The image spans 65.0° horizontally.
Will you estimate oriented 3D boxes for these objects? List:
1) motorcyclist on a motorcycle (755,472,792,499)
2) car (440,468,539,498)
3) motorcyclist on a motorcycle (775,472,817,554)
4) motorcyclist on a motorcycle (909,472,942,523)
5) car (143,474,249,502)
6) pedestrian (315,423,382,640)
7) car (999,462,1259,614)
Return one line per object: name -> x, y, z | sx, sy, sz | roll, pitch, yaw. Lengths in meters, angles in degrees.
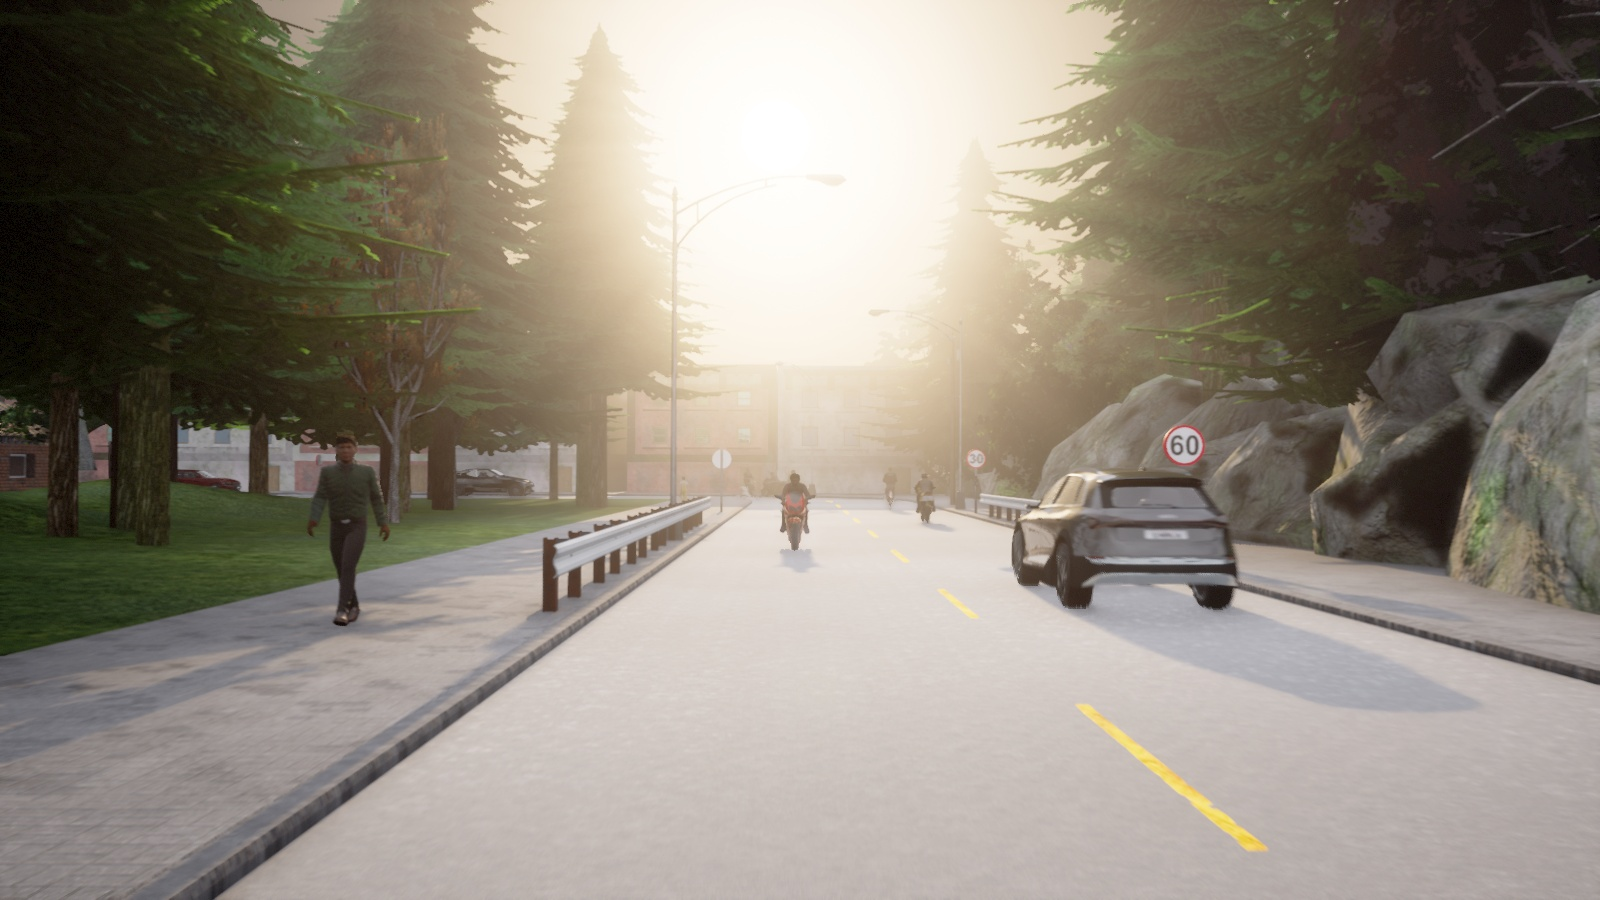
motorcyclist on a motorcycle -> -1.546, 2.020, 72.543 | 2.044, 1.523, 0.797 | -1, 0, 38
car -> -17.395, 1.845, 70.546 | 5.027, 1.651, 2.152 | 0, -1, 0
motorcyclist on a motorcycle -> -0.085, 1.211, 24.744 | 0.797, 1.523, 2.044 | 0, -1, 0
motorcyclist on a motorcycle -> 3.821, 1.426, 38.478 | 0.797, 1.523, 2.044 | 0, -1, 0
car -> -33.885, 2.109, 70.529 | 5.008, 1.535, 1.882 | 0, -1, 0
pedestrian -> -4.199, 0.737, 11.713 | 0.423, 1.949, 0.788 | 0, -1, -7
car -> 3.960, 0.998, 16.085 | 2.033, 1.649, 4.856 | 0, -1, 0
